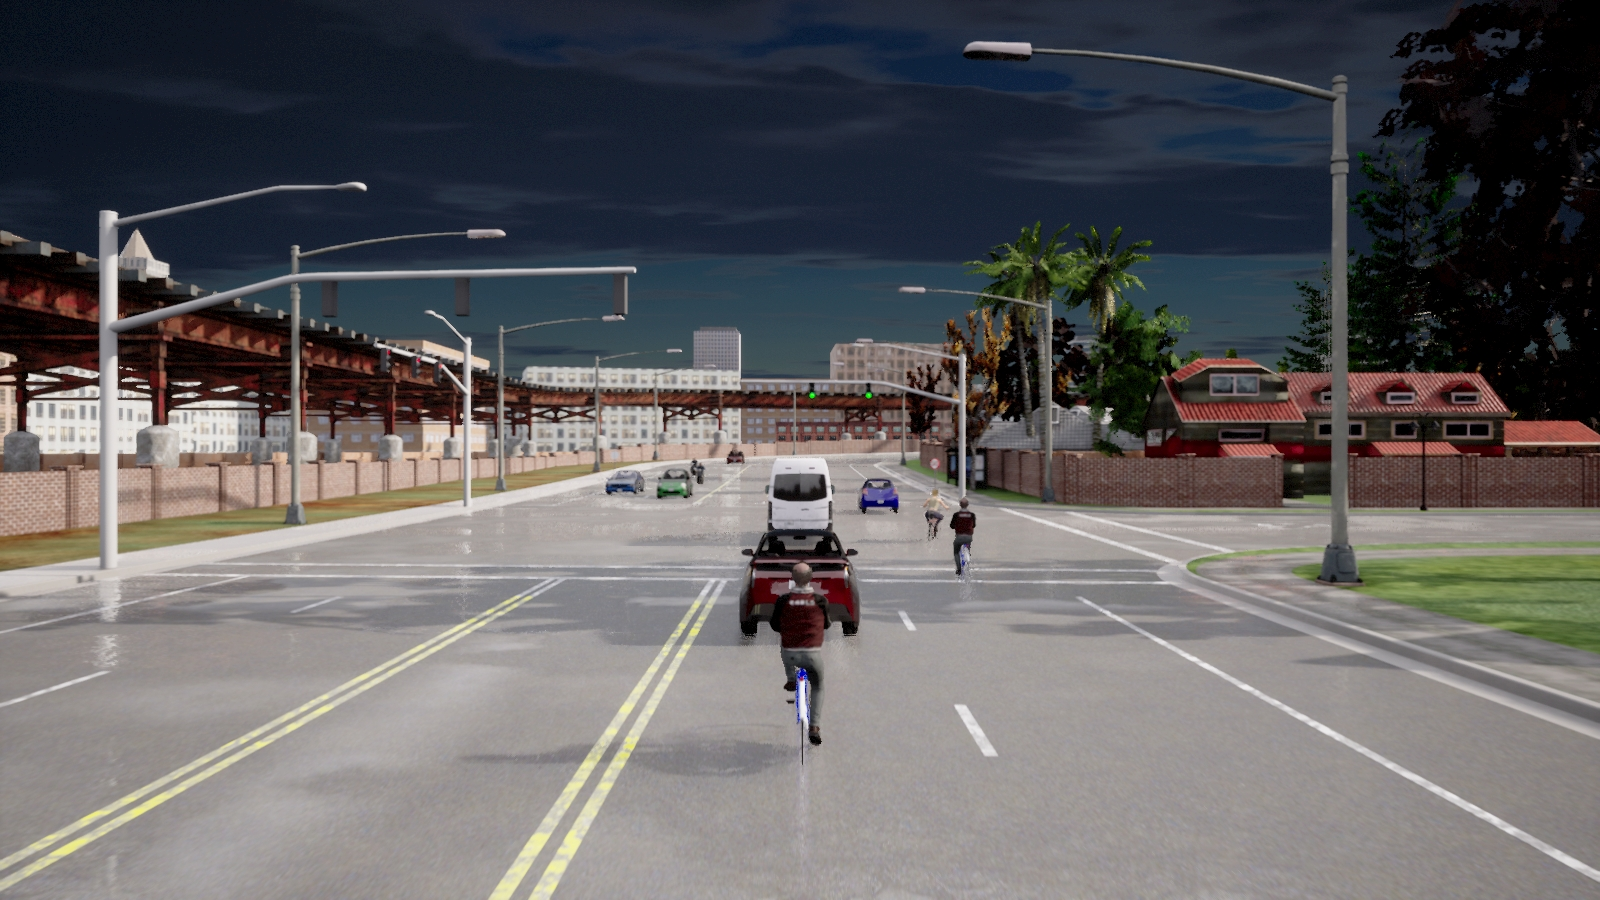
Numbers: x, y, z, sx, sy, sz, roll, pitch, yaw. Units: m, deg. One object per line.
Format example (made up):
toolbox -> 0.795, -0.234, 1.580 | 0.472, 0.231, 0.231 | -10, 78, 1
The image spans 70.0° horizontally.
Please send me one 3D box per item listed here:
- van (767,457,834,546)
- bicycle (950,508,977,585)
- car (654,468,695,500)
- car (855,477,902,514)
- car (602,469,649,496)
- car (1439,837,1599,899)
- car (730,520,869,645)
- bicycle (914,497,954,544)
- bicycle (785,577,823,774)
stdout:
van -> 0.013, 1.537, 36.647 | 1.988, 2.561, 5.915 | 0, 0, 0
bicycle -> 3.517, 2.054, 24.691 | 0.329, 1.496, 1.835 | 0, 0, 0
car -> -6.999, 1.891, 64.141 | 1.851, 1.617, 3.988 | 0, 1, 0
car -> 3.499, 2.017, 51.578 | 1.845, 1.501, 3.633 | 0, 0, 0
car -> -10.499, 1.943, 69.122 | 2.033, 1.411, 5.357 | 0, 1, 0
car -> 3.138, 2.106, 1.389 | 2.033, 1.411, 5.357 | 0, 0, 4
car -> -0.005, 2.045, 18.715 | 2.007, 1.525, 4.514 | 0, 0, 0
bicycle -> 4.123, 2.147, 35.149 | 0.859, 1.301, 1.487 | 3, 1, 20
bicycle -> 0.033, 2.051, 10.805 | 0.329, 1.496, 1.835 | 0, 0, 0
